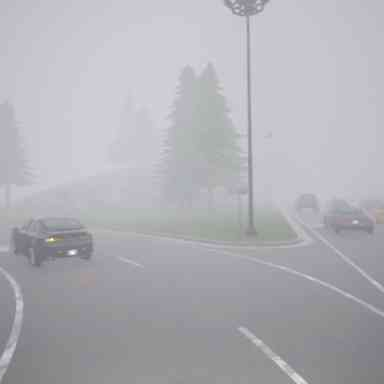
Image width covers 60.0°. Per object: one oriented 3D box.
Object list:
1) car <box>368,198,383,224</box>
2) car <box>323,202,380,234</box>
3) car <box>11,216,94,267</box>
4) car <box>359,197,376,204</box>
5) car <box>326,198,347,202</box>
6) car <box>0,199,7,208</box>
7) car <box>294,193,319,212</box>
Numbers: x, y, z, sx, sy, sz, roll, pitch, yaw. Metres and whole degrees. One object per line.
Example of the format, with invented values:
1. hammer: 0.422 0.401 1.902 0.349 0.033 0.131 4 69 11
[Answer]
1. car: 12.631 1.372 20.168 1.882 1.535 5.008 -1 0 13
2. car: 8.768 1.510 18.929 1.994 1.385 4.181 -1 0 13
3. car: -5.182 1.630 12.076 1.837 1.490 4.892 0 0 -39
4. car: 20.061 1.344 37.295 2.128 1.511 4.902 -1 0 13
5. car: 16.674 1.411 38.179 1.837 1.490 4.892 -1 0 13
6. car: -36.561 2.146 62.744 2.097 1.767 4.553 -1 0 13
7. car: 13.066 1.181 38.107 2.150 2.045 5.566 -1 0 13
